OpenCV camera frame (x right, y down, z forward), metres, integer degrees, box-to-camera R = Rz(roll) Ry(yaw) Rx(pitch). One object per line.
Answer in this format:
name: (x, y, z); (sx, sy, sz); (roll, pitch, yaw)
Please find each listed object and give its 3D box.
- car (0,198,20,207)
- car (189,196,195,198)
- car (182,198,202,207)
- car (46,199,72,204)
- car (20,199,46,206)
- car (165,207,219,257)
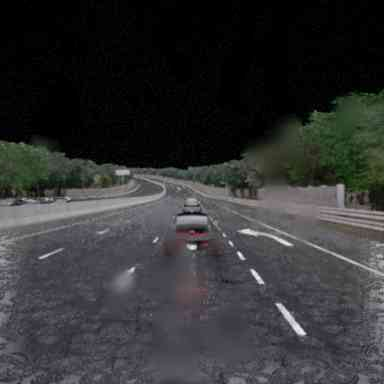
car: (-24.539, 1.649, 45.201); (2.097, 1.767, 4.553); (0, 0, 1)
car: (0.011, 1.823, 55.783); (1.882, 1.535, 5.008); (0, 0, 0)
car: (0.006, 1.723, 34.511); (2.128, 1.511, 4.902); (0, 0, 0)
car: (-17.546, 1.802, 45.279); (1.837, 1.490, 4.892); (0, 0, 1)
car: (-21.042, 1.861, 45.302); (1.994, 1.385, 4.181); (0, 0, 1)
car: (0.002, 1.563, 13.243); (1.837, 1.490, 4.892); (0, 0, 0)
